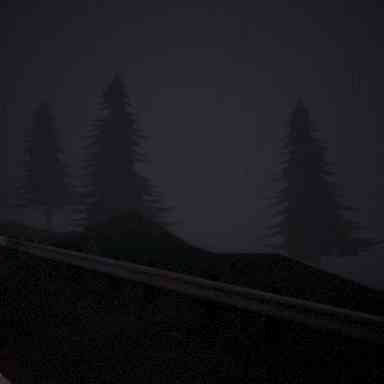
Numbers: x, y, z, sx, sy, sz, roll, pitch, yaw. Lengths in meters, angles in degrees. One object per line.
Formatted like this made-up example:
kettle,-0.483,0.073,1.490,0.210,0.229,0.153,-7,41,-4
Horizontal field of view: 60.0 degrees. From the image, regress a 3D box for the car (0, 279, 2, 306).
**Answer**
car,-5.401,1.260,5.998,5.566,2.045,2.150,0,0,42
